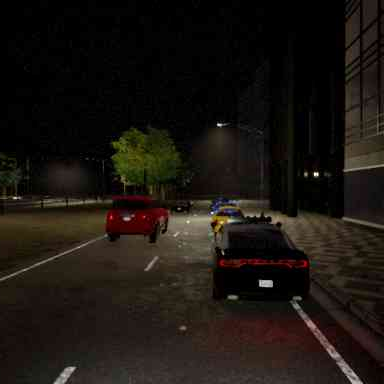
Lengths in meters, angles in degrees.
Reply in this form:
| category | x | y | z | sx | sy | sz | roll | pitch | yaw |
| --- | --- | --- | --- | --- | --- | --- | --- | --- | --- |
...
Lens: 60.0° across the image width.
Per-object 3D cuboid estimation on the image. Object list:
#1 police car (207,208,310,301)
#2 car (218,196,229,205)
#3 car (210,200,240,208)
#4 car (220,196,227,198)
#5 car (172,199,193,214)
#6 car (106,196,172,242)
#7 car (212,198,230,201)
| category | x | y | z | sx | sy | sz | roll | pitch | yaw |
| --- | --- | --- | --- | --- | --- | --- | --- | --- | --- |
| police car | 1.441 | 1.424 | 8.498 | 1.930 | 1.638 | 5.238 | 0 | 0 | 3 |
| car | 5.962 | 1.548 | 62.628 | 1.837 | 1.490 | 4.892 | 0 | 0 | 9 |
| car | 2.027 | 1.457 | 18.435 | 1.801 | 1.575 | 5.366 | 0 | 0 | 4 |
| car | 3.472 | 1.570 | 44.520 | 2.033 | 1.411 | 5.357 | 0 | 0 | 8 |
| car | -0.988 | 1.489 | 34.993 | 1.882 | 1.535 | 5.008 | 0 | 0 | 6 |
| car | -2.533 | 1.219 | 16.533 | 2.150 | 2.045 | 5.566 | 0 | 0 | 4 |
| car | 2.455 | 1.483 | 24.154 | 1.882 | 1.535 | 5.008 | 0 | 0 | 5 |
